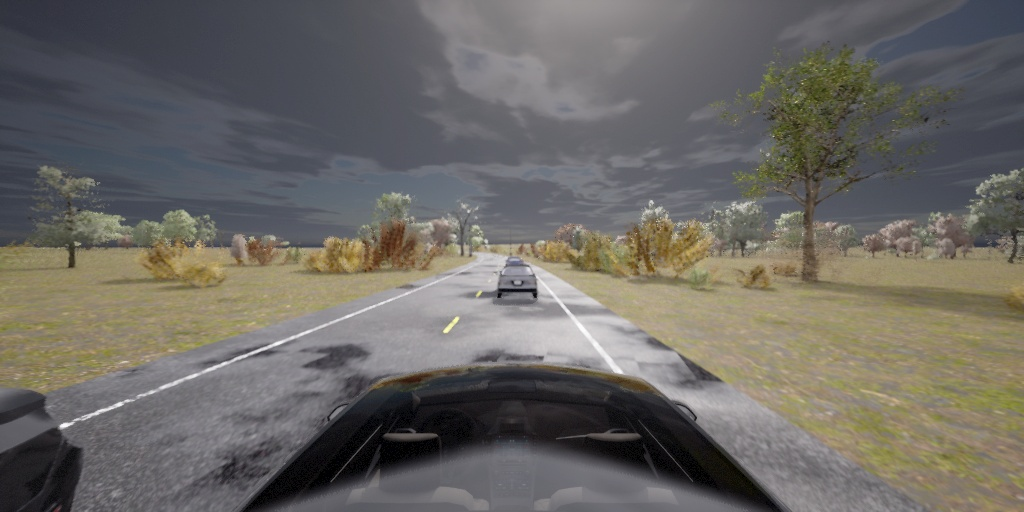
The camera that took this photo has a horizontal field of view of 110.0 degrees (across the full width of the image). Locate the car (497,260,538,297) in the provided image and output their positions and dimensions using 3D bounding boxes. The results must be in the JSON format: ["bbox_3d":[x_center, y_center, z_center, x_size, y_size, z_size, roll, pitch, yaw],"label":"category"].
[{"bbox_3d":[0.249,1.096,17.193,2.033,1.411,5.357,0,1,1],"label":"car"}]

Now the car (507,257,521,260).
[{"bbox_3d":[0.215,0.787,37.465,1.812,1.442,4.674,0,1,-1],"label":"car"}]
